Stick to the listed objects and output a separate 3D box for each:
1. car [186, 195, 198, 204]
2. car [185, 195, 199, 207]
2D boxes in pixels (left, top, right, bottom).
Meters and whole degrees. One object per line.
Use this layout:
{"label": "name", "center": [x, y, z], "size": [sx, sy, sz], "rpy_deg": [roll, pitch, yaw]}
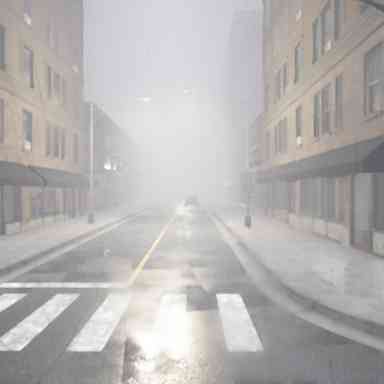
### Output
{"label": "car", "center": [0.004, 1.112, 53.912], "size": [1.895, 1.301, 4.718], "rpy_deg": [0, 1, 0]}
{"label": "car", "center": [0.003, 1.152, 43.459], "size": [2.033, 1.411, 5.357], "rpy_deg": [0, 1, 0]}
